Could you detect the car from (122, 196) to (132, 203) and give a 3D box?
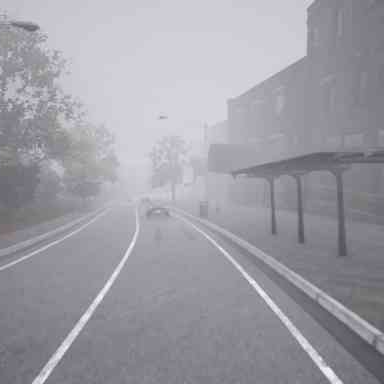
[{"bbox_3d":[-13.626,1.549,70.033,1.994,1.385,4.181,-1,0,-10],"label":"car"}]

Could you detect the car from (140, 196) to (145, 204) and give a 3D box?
[{"bbox_3d":[-8.468,1.441,60.730,1.882,1.535,5.008,-1,-1,-10],"label":"car"}]

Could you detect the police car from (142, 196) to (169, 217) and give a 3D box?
[{"bbox_3d":[-3.195,1.468,30.245,2.038,1.542,4.974,-1,0,-9],"label":"police car"}]
